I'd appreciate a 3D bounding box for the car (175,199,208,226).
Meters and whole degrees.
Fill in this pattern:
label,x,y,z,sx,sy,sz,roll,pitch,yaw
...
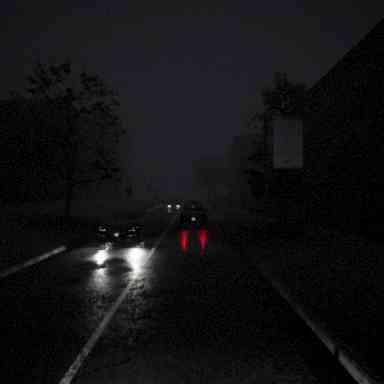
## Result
label,x,y,z,sx,sy,sz,roll,pitch,yaw
car,0.092,1.500,23.403,2.128,1.511,4.902,0,0,0

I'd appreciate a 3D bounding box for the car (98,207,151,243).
label,x,y,z,sx,sy,sz,roll,pitch,yaw
car,-3.104,1.509,16.080,1.837,1.490,4.892,0,0,0

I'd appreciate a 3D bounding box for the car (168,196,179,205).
label,x,y,z,sx,sy,sz,roll,pitch,yaw
car,-3.117,1.520,57.705,1.837,1.490,4.892,0,0,0
